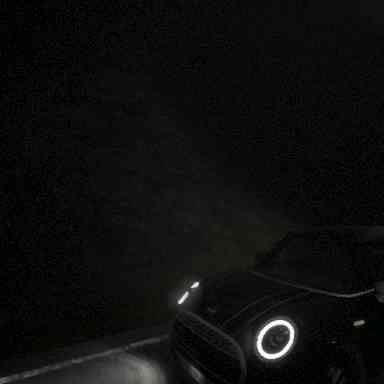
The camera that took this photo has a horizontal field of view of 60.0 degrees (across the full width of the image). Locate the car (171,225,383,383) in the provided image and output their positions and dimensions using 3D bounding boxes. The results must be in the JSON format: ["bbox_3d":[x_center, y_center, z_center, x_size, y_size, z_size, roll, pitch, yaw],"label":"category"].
[{"bbox_3d":[1.979,1.330,4.668,4.553,1.767,2.097,0,0,-30],"label":"car"}]
